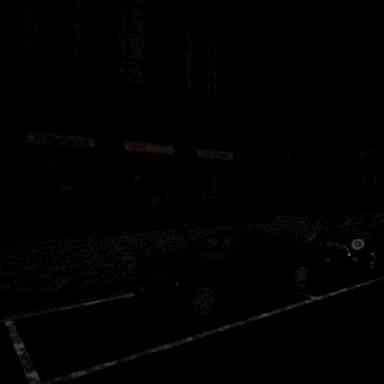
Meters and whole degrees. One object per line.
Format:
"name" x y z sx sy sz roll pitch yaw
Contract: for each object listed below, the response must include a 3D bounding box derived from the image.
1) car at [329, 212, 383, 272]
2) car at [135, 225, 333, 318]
"car" 5.498 1.425 10.687 4.097 1.590 1.967 0 1 -36
"car" 0.921 1.538 7.418 4.507 1.381 1.887 0 1 -36
